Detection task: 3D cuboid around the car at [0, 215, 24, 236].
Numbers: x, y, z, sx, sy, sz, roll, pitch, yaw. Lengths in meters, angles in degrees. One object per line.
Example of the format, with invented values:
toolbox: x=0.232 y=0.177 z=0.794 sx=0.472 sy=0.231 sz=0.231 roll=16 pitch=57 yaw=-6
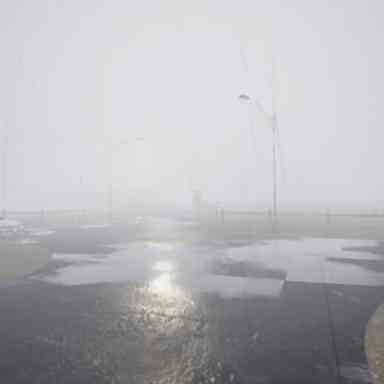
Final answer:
car: x=-12.172 y=1.938 z=19.647 sx=4.674 sy=1.442 sz=1.812 roll=-1 pitch=-2 yaw=21
